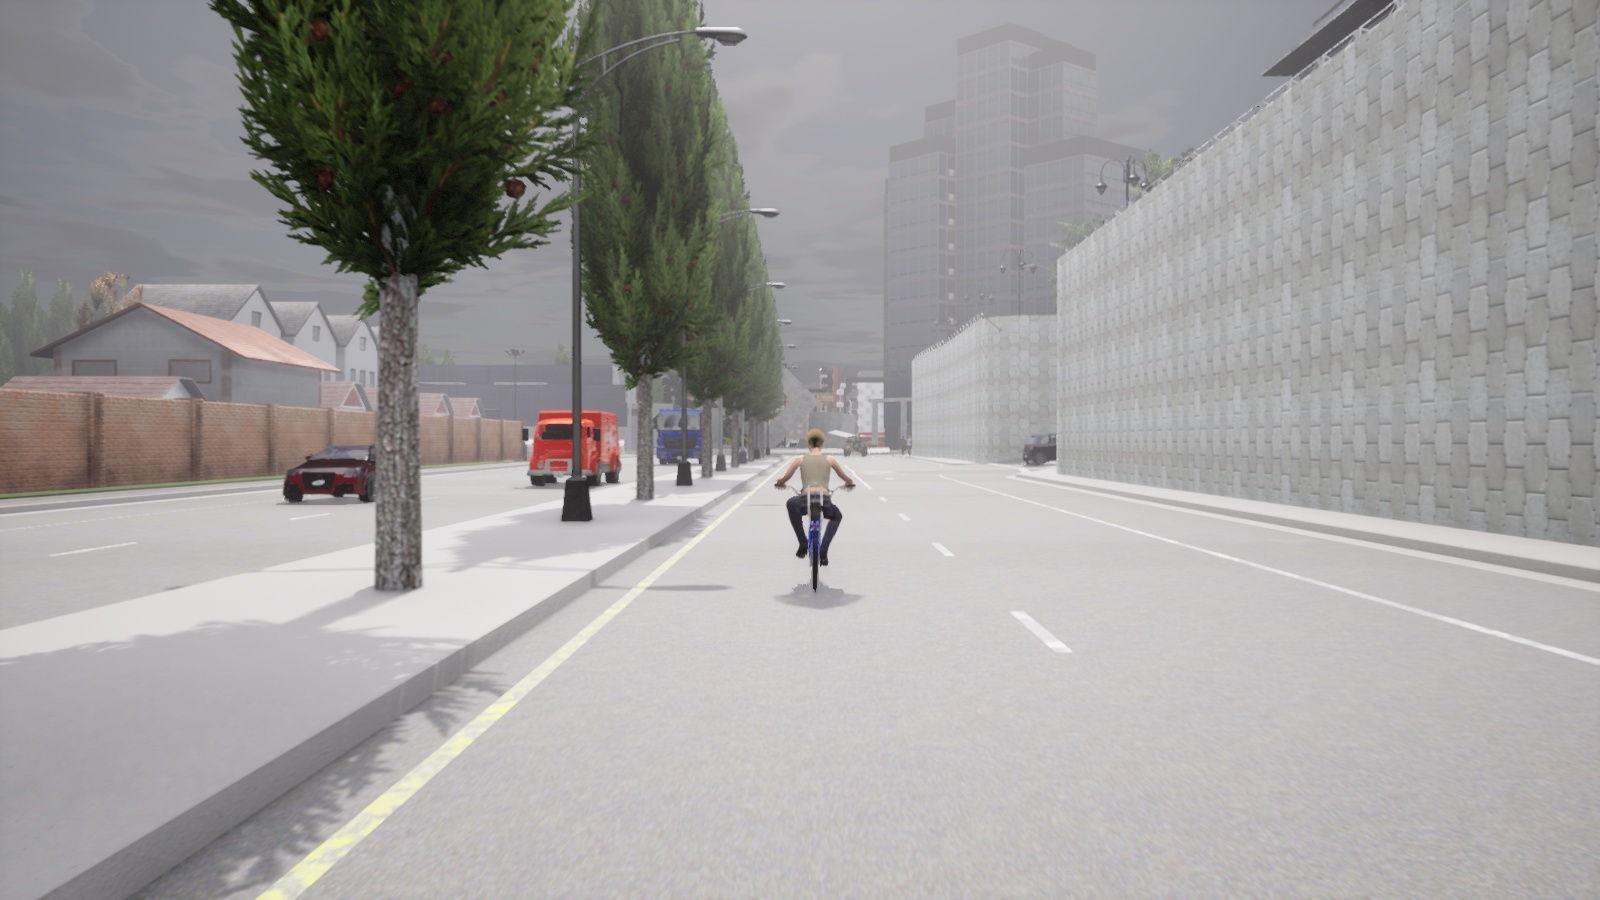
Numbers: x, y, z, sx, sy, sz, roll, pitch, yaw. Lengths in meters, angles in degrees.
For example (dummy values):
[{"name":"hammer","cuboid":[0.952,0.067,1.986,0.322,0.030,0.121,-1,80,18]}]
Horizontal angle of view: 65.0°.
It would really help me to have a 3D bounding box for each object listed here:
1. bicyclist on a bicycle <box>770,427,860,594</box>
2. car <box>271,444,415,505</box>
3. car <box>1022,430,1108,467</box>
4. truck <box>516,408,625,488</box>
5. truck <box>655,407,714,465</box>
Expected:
[{"name":"bicyclist on a bicycle","cuboid":[0.152,0.583,12.915,0.866,1.612,1.509,0,0,0]},{"name":"car","cuboid":[-11.165,0.544,30.981,1.994,1.385,4.181,0,0,1]},{"name":"car","cuboid":[12.892,-0.065,61.227,3.633,1.501,1.845,-5,0,-6]},{"name":"truck","cuboid":[-7.549,-0.084,41.833,2.627,2.467,5.204,0,0,1]},{"name":"truck","cuboid":[-7.159,-0.870,78.813,2.891,3.462,7.936,0,0,1]}]
